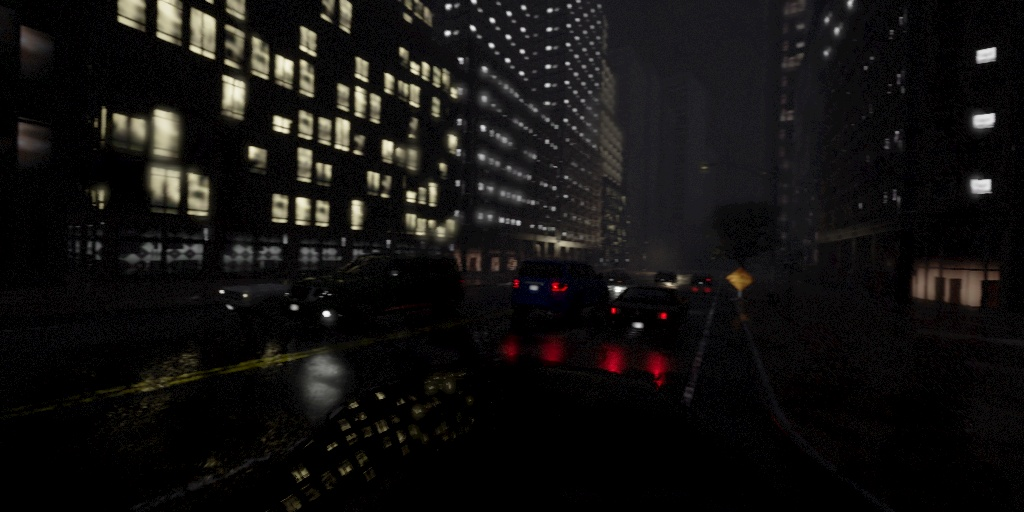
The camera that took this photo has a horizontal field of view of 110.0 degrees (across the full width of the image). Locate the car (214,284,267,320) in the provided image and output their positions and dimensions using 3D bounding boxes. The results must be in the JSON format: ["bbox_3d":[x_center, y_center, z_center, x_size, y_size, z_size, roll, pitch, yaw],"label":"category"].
[{"bbox_3d":[-6.791,1.198,11.975,1.895,1.301,4.718,2,-1,31],"label":"car"}]

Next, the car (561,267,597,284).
[{"bbox_3d":[6.514,1.855,34.455,1.812,1.442,4.674,2,-1,31],"label":"car"}]

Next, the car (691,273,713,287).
[{"bbox_3d":[20.351,2.512,38.351,1.895,1.301,4.718,2,-1,31],"label":"car"}]

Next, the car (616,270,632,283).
[{"bbox_3d":[9.937,2.023,33.860,1.994,1.385,4.181,2,-1,31],"label":"car"}]

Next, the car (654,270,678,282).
[{"bbox_3d":[16.499,2.252,38.312,2.128,1.511,4.902,2,-1,31],"label":"car"}]

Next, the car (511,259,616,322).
[{"bbox_3d":[2.052,1.183,13.754,2.150,2.045,5.566,2,-1,31],"label":"car"}]

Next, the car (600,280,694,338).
[{"bbox_3d":[4.560,1.643,11.614,1.895,1.301,4.718,2,-1,31],"label":"car"}]

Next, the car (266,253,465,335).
[{"bbox_3d":[-3.699,0.930,10.797,2.150,2.045,5.566,2,-1,31],"label":"car"}]

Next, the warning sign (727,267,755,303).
[{"bbox_3d":[12.607,1.551,19.869,1.300,1.860,1.060,0,0,31],"label":"warning sign"}]
